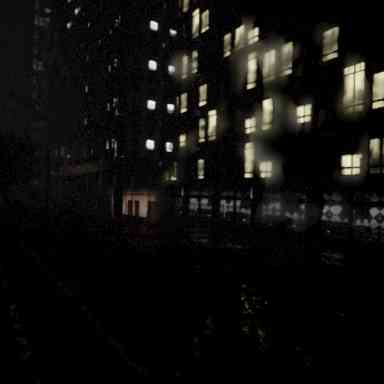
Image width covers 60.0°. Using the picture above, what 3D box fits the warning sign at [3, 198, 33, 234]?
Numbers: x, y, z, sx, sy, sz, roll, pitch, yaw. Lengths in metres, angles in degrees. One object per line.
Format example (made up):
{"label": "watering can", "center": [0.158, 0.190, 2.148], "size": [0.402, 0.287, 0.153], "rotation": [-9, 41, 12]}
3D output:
{"label": "warning sign", "center": [-9.583, 1.280, 18.307], "size": [1.300, 1.860, 1.060], "rotation": [3, -1, -33]}
